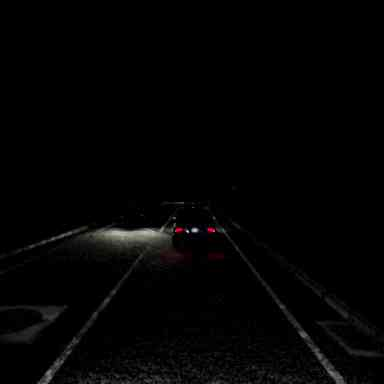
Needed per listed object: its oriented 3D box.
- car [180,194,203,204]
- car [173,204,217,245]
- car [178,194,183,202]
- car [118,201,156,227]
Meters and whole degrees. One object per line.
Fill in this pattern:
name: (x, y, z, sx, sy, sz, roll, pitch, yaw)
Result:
car: (0.140, 1.323, 35.115, 2.128, 1.511, 4.902, 0, 0, 0)
car: (0.109, 1.487, 15.069, 2.033, 1.411, 5.357, 0, 0, 0)
car: (-1.289, 1.139, 63.712, 1.882, 1.535, 5.008, -1, 0, 10)
car: (-3.580, 1.378, 22.270, 1.882, 1.535, 5.008, 0, 0, 0)
